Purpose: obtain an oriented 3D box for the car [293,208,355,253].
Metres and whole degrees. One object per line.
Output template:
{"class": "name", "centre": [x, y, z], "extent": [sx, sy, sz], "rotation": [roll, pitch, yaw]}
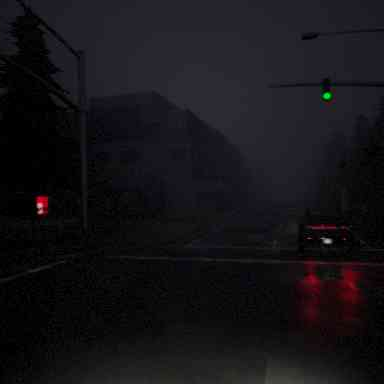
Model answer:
{"class": "car", "centre": [5.113, 1.369, 13.114], "extent": [2.128, 1.511, 4.902], "rotation": [-1, 0, 17]}
